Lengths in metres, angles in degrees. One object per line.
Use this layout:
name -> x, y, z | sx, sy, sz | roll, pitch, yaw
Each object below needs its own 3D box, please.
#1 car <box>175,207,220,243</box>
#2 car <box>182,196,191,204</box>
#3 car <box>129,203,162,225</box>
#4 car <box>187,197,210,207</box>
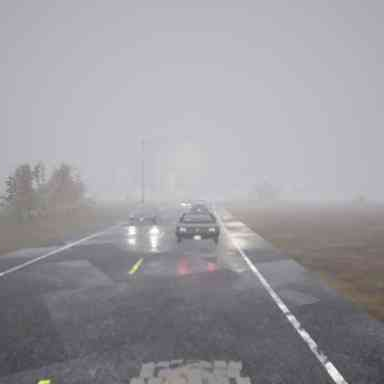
car -> 0.275, 1.604, 16.079 | 1.895, 1.301, 4.718 | 0, 0, 1
car -> -0.917, 1.503, 65.950 | 2.128, 1.511, 4.902 | 0, 0, 5
car -> -3.224, 1.527, 24.035 | 1.812, 1.442, 4.674 | 0, 0, 2
car -> 0.806, 1.530, 33.775 | 1.812, 1.442, 4.674 | 0, 0, 3
